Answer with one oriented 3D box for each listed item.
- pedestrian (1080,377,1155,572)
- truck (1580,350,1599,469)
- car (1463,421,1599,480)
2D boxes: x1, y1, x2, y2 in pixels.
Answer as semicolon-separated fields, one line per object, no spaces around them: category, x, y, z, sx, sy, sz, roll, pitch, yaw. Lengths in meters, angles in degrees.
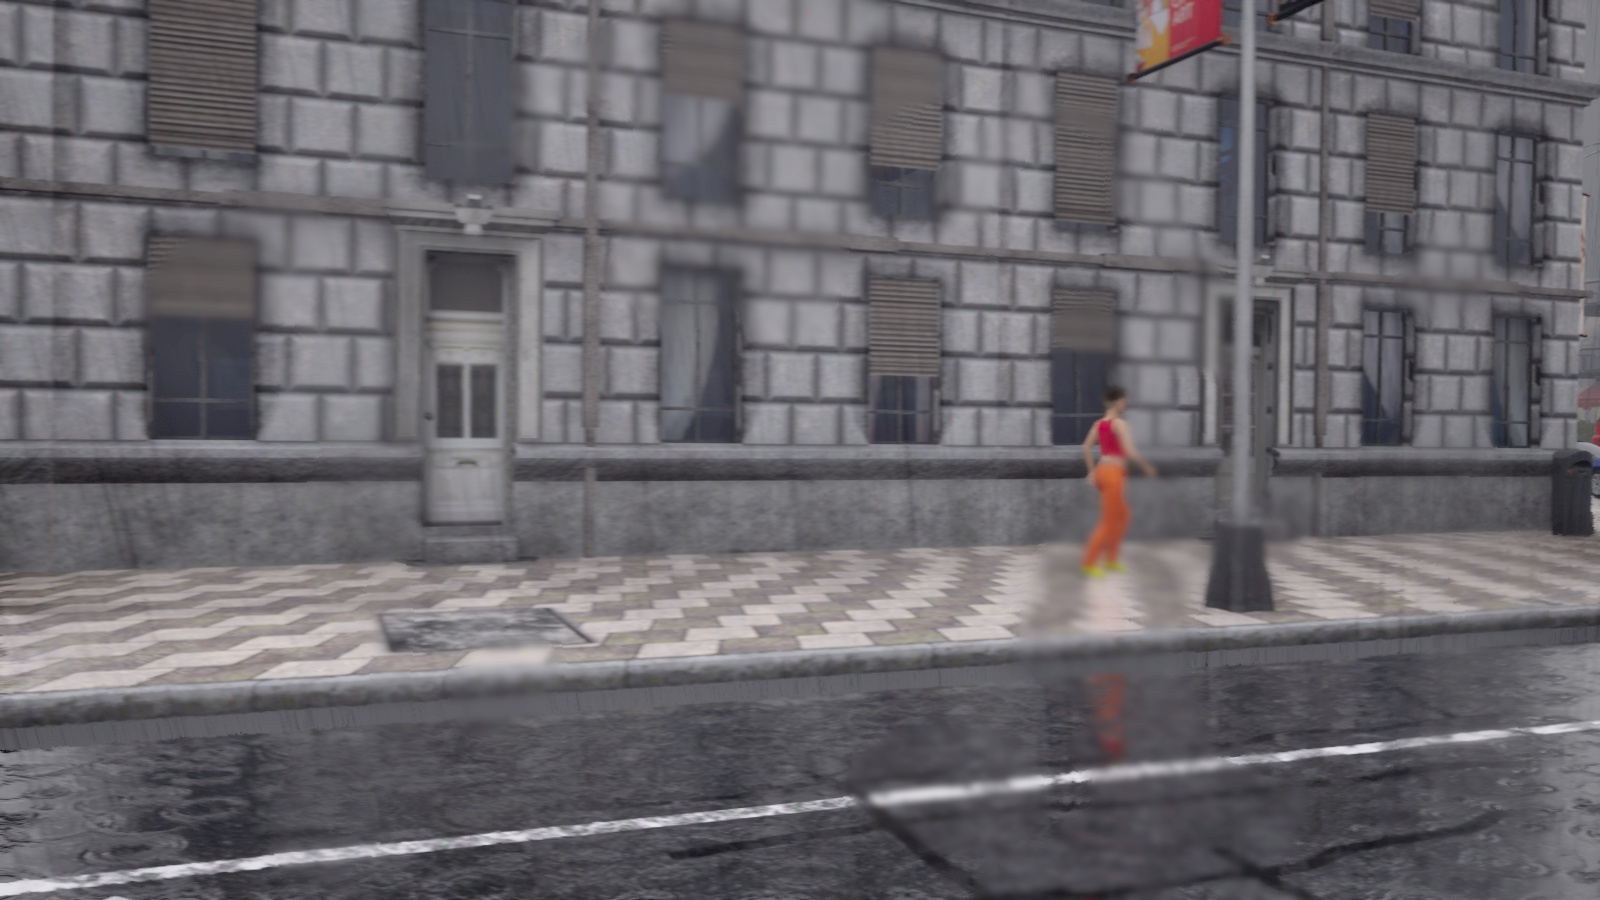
pedestrian;3.044;0.225;12.065;0.594;1.836;0.345;-1;1;-15
truck;28.432;-1.288;37.695;2.891;3.827;8.468;-1;1;-21
car;21.090;-0.015;34.555;1.882;1.535;5.008;-1;1;-21
